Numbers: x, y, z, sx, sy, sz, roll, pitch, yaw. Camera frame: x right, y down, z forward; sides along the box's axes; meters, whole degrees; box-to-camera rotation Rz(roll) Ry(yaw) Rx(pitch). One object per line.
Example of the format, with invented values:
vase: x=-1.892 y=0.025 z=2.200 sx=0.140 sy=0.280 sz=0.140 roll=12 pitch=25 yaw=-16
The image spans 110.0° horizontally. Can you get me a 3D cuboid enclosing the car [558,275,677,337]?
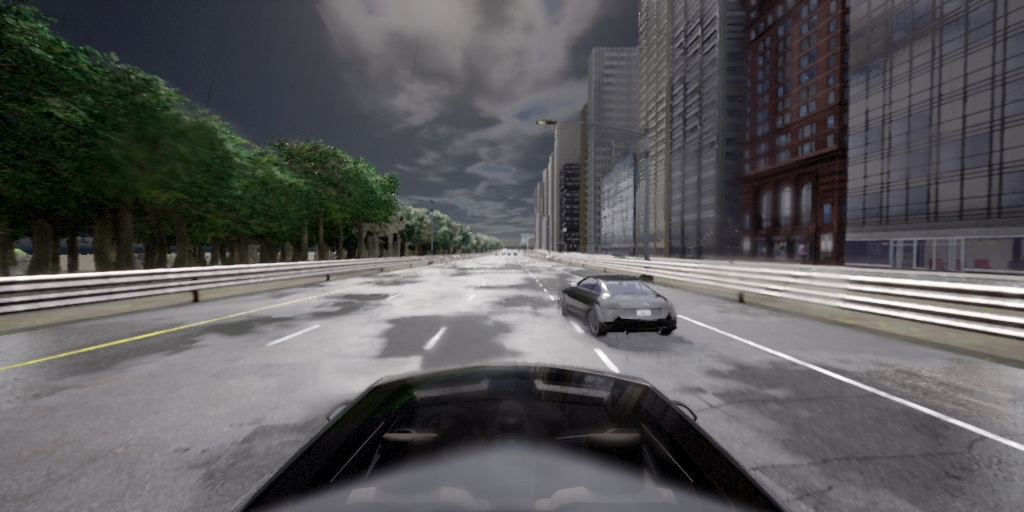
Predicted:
car: x=2.663 y=1.206 z=9.967 sx=1.994 sy=1.385 sz=4.181 roll=0 pitch=1 yaw=-8
